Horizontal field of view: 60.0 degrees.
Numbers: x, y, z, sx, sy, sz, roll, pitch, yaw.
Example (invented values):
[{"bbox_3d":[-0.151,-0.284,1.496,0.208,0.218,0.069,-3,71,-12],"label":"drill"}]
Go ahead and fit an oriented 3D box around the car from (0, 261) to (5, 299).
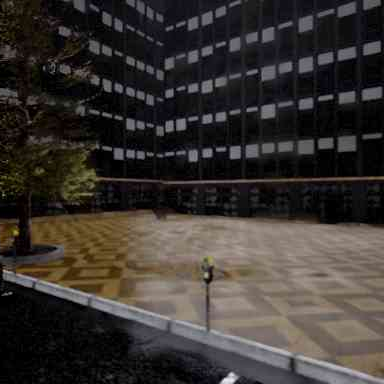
[{"bbox_3d":[-5.485,1.531,6.751,4.313,1.339,1.947,0,0,35],"label":"car"}]
